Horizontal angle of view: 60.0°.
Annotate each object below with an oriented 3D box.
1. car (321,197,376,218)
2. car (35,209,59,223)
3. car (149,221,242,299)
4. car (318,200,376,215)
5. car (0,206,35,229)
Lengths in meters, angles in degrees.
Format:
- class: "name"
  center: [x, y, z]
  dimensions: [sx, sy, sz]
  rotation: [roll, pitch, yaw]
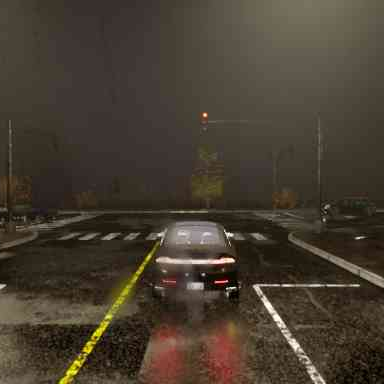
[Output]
- class: "car"
  center: [13.147, 1.232, 28.539]
  dimensions: [4.553, 1.767, 2.097]
  rotation: [0, 1, -1]
- class: "car"
  center: [-12.722, 1.686, 25.380]
  dimensions: [4.718, 1.301, 1.895]
  rotation: [-1, 1, 1]
- class: "car"
  center: [0.084, 1.489, 8.436]
  dimensions: [2.128, 1.511, 4.902]
  rotation: [0, 0, 1]
- class: "car"
  center: [14.752, 1.429, 31.820]
  dimensions: [4.718, 1.301, 1.895]
  rotation: [0, 1, -2]
- class: "car"
  center: [-13.558, 1.627, 22.132]
  dimensions: [4.902, 1.511, 2.128]
  rotation: [0, 1, 1]
